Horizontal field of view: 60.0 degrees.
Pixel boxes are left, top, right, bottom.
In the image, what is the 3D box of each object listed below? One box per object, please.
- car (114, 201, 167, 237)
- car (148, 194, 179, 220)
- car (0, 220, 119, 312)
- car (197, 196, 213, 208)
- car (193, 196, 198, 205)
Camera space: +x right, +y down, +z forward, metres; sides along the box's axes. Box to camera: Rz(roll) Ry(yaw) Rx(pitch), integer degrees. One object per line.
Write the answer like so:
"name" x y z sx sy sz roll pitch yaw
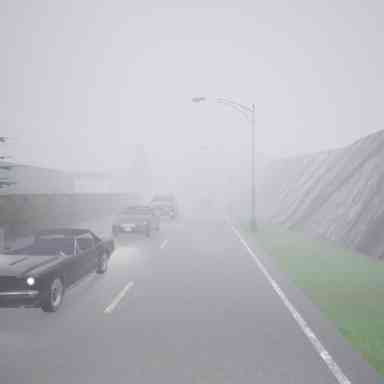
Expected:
"car" -2.887 1.491 18.045 2.128 1.511 4.902 0 0 3
"car" -2.386 1.221 28.391 2.150 2.045 5.566 0 0 3
"car" -3.370 1.601 7.834 1.895 1.301 4.718 0 0 3
"car" 2.141 1.547 48.364 2.033 1.411 5.357 0 0 1
"car" 1.342 1.478 59.218 1.882 1.535 5.008 0 0 -8
